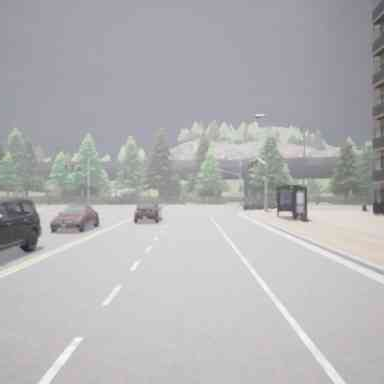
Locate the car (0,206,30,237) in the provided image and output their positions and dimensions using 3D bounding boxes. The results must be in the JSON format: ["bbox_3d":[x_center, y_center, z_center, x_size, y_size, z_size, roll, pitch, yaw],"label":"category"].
[{"bbox_3d":[-10.592,1.575,17.523,1.812,1.442,4.674,0,0,0],"label":"car"}]

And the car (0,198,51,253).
[{"bbox_3d":[-7.097,1.253,11.133,2.150,2.045,5.566,0,0,0],"label":"car"}]

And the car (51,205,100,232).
[{"bbox_3d":[-7.084,1.584,20.661,1.812,1.442,4.674,0,0,0],"label":"car"}]

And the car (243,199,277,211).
[{"bbox_3d":[8.611,1.626,41.961,4.181,1.385,1.994,0,0,-12],"label":"car"}]

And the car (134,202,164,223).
[{"bbox_3d":[-3.409,1.580,26.393,1.837,1.490,4.892,0,0,0],"label":"car"}]
